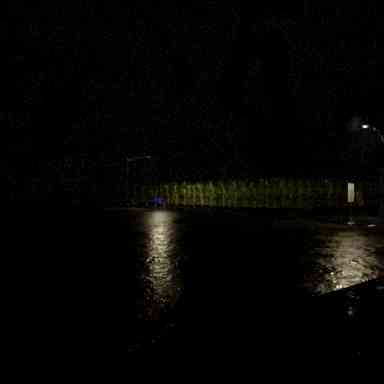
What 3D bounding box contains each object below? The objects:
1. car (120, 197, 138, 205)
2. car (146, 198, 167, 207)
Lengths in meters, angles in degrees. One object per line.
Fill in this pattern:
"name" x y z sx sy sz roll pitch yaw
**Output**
"car" -11.810 1.685 62.120 1.837 1.490 4.892 -1 0 -36
"car" -5.730 1.665 53.926 1.812 1.442 4.674 -1 0 -36
